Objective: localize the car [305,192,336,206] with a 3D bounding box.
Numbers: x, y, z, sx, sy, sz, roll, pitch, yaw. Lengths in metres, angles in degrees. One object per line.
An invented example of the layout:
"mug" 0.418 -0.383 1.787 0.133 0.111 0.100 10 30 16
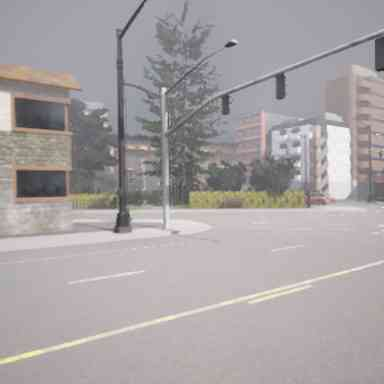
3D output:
"car" 15.891 0.826 42.350 2.097 1.767 4.553 -1 1 -35
